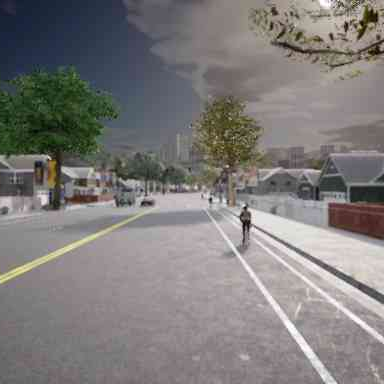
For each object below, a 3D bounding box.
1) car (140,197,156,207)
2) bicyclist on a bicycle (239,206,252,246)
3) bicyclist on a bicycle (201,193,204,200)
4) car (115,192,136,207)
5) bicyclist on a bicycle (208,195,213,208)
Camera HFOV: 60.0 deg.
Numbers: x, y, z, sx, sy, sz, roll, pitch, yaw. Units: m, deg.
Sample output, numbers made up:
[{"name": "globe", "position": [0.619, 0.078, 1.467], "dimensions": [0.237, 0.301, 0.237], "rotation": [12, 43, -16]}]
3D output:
[{"name": "car", "position": [-6.472, 1.462, 49.238], "dimensions": [1.895, 1.301, 4.718], "rotation": [0, 0, 0]}, {"name": "bicyclist on a bicycle", "position": [2.258, 1.414, 13.966], "dimensions": [0.582, 1.620, 1.656], "rotation": [0, 0, 0]}, {"name": "bicyclist on a bicycle", "position": [2.293, 1.134, 74.750], "dimensions": [0.659, 1.776, 1.843], "rotation": [0, 0, 0]}, {"name": "car", "position": [-9.722, 1.086, 49.224], "dimensions": [2.150, 2.045, 5.566], "rotation": [0, 0, 0]}, {"name": "bicyclist on a bicycle", "position": [2.274, 1.254, 40.765], "dimensions": [0.659, 1.776, 1.843], "rotation": [0, 0, 0]}]
